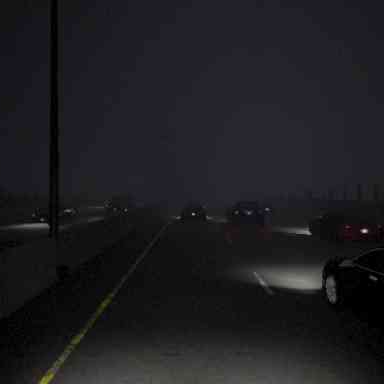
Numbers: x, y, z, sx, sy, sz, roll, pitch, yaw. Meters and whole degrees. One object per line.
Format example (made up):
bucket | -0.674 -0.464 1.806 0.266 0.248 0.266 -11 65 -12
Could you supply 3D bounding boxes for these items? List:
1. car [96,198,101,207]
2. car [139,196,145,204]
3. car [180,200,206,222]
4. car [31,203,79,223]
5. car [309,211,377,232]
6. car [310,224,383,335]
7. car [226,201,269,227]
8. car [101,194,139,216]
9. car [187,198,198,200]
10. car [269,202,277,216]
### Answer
car | -14.057 1.580 53.646 1.837 1.490 4.892 0 0 1
car | -10.529 1.525 66.172 1.812 1.442 4.674 0 0 0
car | 0.100 1.592 26.318 1.994 1.385 4.181 0 0 0
car | -10.599 1.576 26.210 2.033 1.411 5.357 0 0 0
car | 7.101 1.575 15.689 1.994 1.385 4.181 0 0 0
car | 3.599 1.506 4.956 1.837 1.490 4.892 0 0 0
car | 3.600 1.374 23.104 2.097 1.767 4.553 0 0 0
car | -7.095 1.262 33.522 2.150 2.045 5.566 0 0 0
car | 0.101 1.560 43.027 2.163 1.488 4.792 0 0 0
car | 7.100 1.603 33.405 1.994 1.385 4.181 0 0 0
